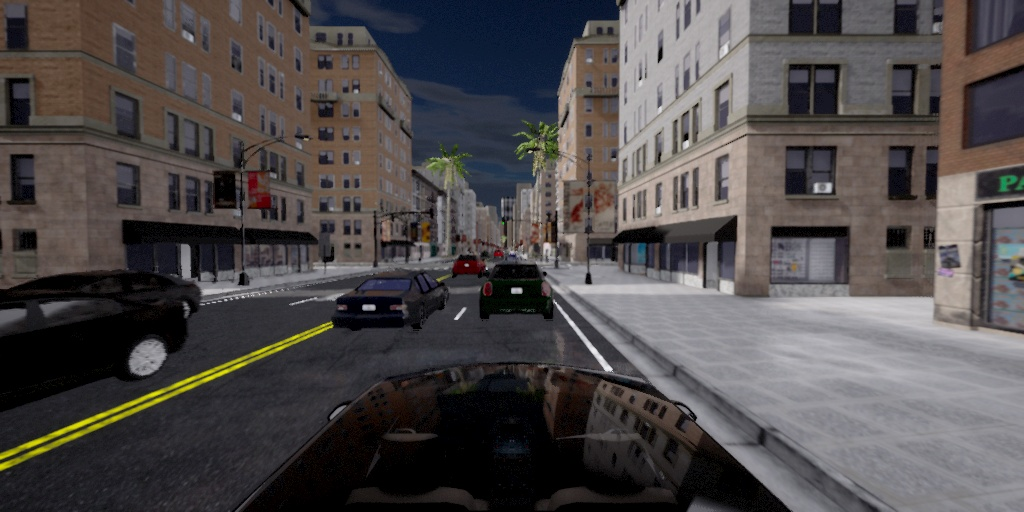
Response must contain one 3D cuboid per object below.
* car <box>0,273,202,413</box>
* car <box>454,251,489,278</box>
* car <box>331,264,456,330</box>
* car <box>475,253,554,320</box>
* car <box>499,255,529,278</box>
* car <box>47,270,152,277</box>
[{"bbox_3d":[-6.598,1.181,4.134,1.882,1.535,5.008,0,1,0],"label":"car"},{"bbox_3d":[-3.125,0.622,26.896,2.097,1.767,4.553,0,1,0],"label":"car"},{"bbox_3d":[-3.142,1.131,10.381,2.033,1.411,5.357,0,1,0],"label":"car"},{"bbox_3d":[0.111,0.910,11.774,2.097,1.767,4.553,0,1,0],"label":"car"},{"bbox_3d":[0.126,0.748,27.578,2.128,1.511,4.902,0,1,0],"label":"car"},{"bbox_3d":[-9.844,1.129,8.285,1.837,1.490,4.892,0,1,0],"label":"car"}]
